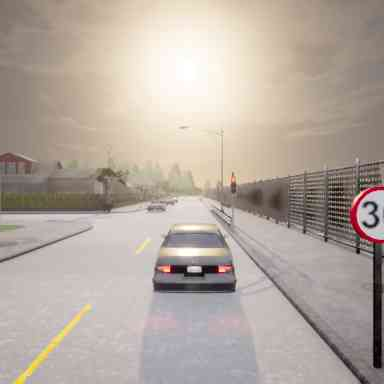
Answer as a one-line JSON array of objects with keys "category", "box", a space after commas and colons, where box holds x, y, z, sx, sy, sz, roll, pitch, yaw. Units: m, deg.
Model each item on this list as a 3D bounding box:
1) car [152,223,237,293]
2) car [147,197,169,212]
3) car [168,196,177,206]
[{"category": "car", "box": [0.070, 1.547, 8.967, 2.033, 1.411, 5.357, 0, 0, 1]}, {"category": "car", "box": [-4.029, 1.601, 38.278, 1.895, 1.301, 4.718, 0, 0, 0]}, {"category": "car", "box": [-3.986, 1.564, 55.024, 1.994, 1.385, 4.181, 0, 0, 0]}]
